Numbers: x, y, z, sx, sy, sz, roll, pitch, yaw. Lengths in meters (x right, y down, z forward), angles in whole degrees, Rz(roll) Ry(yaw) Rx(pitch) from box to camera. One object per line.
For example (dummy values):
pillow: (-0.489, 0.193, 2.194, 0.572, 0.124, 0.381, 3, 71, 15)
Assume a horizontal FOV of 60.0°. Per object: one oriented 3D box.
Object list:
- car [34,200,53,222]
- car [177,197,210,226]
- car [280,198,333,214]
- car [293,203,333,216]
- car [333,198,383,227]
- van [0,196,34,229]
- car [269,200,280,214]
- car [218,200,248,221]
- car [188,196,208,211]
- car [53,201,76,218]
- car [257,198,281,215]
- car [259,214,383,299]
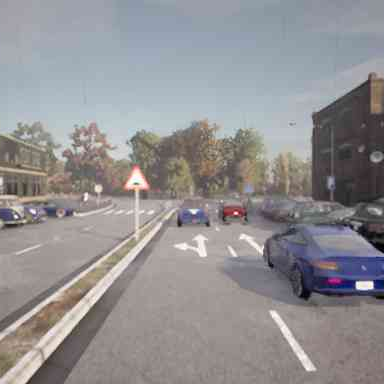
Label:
car: (-12.548, 1.289, 23.095, 4.553, 1.767, 2.185, 0, 0, 0)
car: (0.101, 1.278, 22.933, 2.097, 1.767, 4.553, 0, 0, 0)
car: (7.608, 1.302, 18.414, 4.553, 1.767, 2.185, 0, 0, 0)
car: (7.646, 1.440, 15.653, 4.892, 1.521, 2.231, 0, 0, 0)
car: (7.668, 1.201, 10.138, 5.566, 2.045, 2.435, 0, 0, 0)
van: (-12.402, 1.206, 20.187, 4.442, 1.987, 1.878, 0, 0, 0)
car: (7.637, 1.454, 21.173, 4.674, 1.452, 2.002, 0, 0, 0)
car: (3.108, 1.371, 26.065, 1.882, 1.535, 5.008, 0, 0, 0)
car: (0.764, 1.283, 39.581, 1.882, 1.535, 5.008, 0, 0, 7)
car: (-12.483, 1.403, 28.531, 4.792, 1.488, 2.163, 0, 0, 0)
car: (7.608, 1.256, 26.690, 4.553, 1.767, 2.185, 0, 0, 0)
car: (3.101, 1.503, 8.267, 1.812, 1.442, 4.674, 0, 0, 0)
